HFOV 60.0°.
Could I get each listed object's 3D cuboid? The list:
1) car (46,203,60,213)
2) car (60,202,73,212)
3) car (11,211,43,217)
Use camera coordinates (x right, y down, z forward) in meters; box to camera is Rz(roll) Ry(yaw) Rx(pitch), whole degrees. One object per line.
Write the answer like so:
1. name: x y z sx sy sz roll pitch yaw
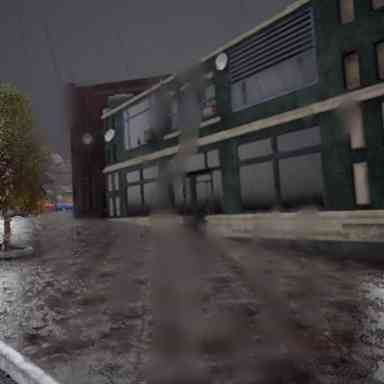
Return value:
1. car: -21.936 2.164 47.348 2.435 2.045 5.566 -4 -1 11
2. car: -20.376 2.410 53.137 2.097 1.535 5.008 -4 -1 17
3. car: -19.338 2.146 37.949 1.812 1.442 4.674 -4 -1 0
